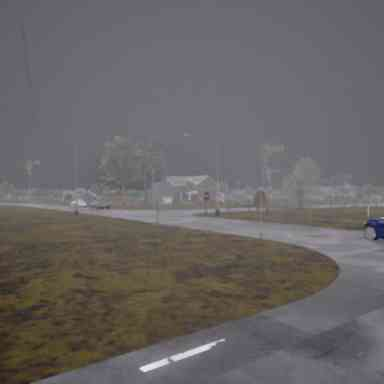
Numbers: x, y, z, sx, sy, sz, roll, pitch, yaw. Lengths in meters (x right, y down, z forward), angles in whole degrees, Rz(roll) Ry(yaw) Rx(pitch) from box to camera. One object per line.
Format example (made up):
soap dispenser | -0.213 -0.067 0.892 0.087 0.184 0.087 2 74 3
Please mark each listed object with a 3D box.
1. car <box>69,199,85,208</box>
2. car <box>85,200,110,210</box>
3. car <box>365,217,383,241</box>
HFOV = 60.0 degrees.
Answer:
car | -19.117 1.943 55.790 1.812 1.442 4.674 -1 0 -36
car | -13.316 1.844 47.797 1.994 1.385 4.181 -1 0 -35
car | 9.206 1.460 13.773 1.882 1.535 5.008 0 0 -3
